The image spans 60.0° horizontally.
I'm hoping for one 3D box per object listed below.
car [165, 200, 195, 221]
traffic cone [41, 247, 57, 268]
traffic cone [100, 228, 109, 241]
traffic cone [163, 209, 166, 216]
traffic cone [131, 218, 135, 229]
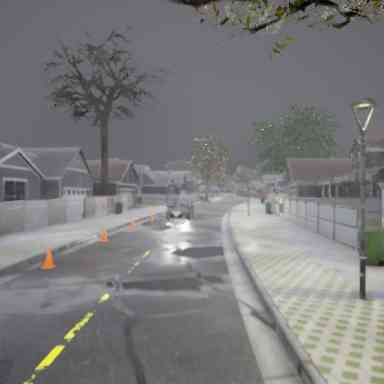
[{"bbox_3d":[-0.855,1.387,26.341,2.128,1.511,4.902,0,0,6],"label":"car"},{"bbox_3d":[-4.191,1.904,9.746,0.340,0.580,0.340,0,0,3],"label":"traffic cone"},{"bbox_3d":[-3.912,1.885,14.790,0.340,0.580,0.340,0,0,4],"label":"traffic cone"},{"bbox_3d":[-2.453,1.841,29.871,0.340,0.580,0.340,0,0,7],"label":"traffic cone"},{"bbox_3d":[-3.529,1.868,19.827,0.340,0.580,0.340,0,0,5],"label":"traffic cone"}]
